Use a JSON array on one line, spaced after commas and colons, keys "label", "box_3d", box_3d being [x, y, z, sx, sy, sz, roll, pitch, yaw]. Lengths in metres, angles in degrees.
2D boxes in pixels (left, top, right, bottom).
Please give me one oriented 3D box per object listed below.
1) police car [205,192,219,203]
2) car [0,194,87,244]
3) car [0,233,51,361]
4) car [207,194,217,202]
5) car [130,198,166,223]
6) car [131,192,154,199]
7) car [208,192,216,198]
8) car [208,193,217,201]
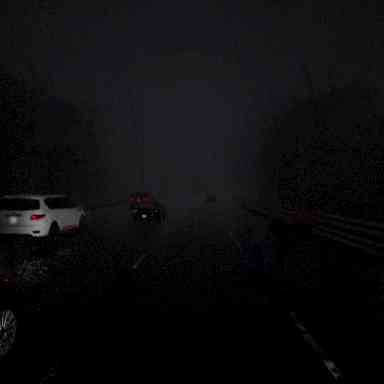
[{"label": "police car", "box_3d": [3.260, 1.067, 57.091, 1.930, 1.638, 5.238, 0, 0, 4]}, {"label": "car", "box_3d": [-6.708, 1.112, 15.335, 2.150, 2.045, 5.566, 0, 0, 1]}, {"label": "car", "box_3d": [-3.372, 1.469, 2.879, 2.128, 1.511, 4.902, 0, 0, 0]}, {"label": "car", "box_3d": [4.057, 1.116, 66.824, 1.812, 1.442, 4.674, 0, 0, 5]}, {"label": "car", "box_3d": [-2.981, 1.364, 23.597, 1.812, 1.442, 4.674, 0, 0, 2]}, {"label": "car", "box_3d": [-5.807, 0.959, 39.661, 2.150, 2.045, 5.566, 0, 0, 3]}, {"label": "car", "box_3d": [5.472, 0.837, 91.004, 1.994, 1.385, 4.181, 0, 0, 7]}, {"label": "car", "box_3d": [4.601, 1.065, 72.723, 1.837, 1.490, 4.892, 0, 0, 5]}]
